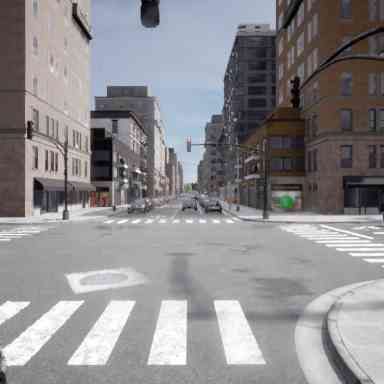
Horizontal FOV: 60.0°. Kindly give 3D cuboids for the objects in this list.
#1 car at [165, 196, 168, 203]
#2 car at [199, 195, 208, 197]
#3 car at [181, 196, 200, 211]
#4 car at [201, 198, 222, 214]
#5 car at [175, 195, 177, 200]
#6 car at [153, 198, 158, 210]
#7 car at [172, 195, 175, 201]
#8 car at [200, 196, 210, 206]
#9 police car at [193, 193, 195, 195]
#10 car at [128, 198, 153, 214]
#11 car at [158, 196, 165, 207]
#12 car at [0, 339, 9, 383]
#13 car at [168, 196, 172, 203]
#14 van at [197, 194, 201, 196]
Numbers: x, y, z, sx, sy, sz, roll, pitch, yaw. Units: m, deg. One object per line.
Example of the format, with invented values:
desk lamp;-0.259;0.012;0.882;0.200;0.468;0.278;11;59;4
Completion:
car;-5.783;1.634;58.186;2.008;1.369;4.403;0;0;0
car;2.247;1.637;52.682;1.947;1.339;4.313;0;0;0
car;-0.304;1.598;42.151;2.033;1.411;5.357;0;0;0
car;2.261;1.606;36.149;1.947;1.339;4.313;0;0;0
car;-5.811;1.721;91.251;1.887;1.381;4.507;0;0;0
car;-5.768;1.490;41.654;1.967;1.590;4.097;0;0;0
car;-5.802;1.694;80.229;2.008;1.369;4.403;0;0;0
car;2.252;1.641;47.172;1.802;1.307;4.206;0;0;0
police car;0.403;1.599;90.226;1.930;1.638;5.238;0;0;0
car;-5.764;1.480;36.143;1.967;1.590;4.097;0;0;0
car;-5.778;1.653;52.675;1.802;1.307;4.206;0;0;0
car;-2.702;1.352;1.010;2.097;1.767;4.553;0;0;2
car;-5.793;1.552;69.208;1.967;1.590;4.097;0;0;0
van;2.242;1.424;58.193;1.690;1.788;3.998;0;0;0
